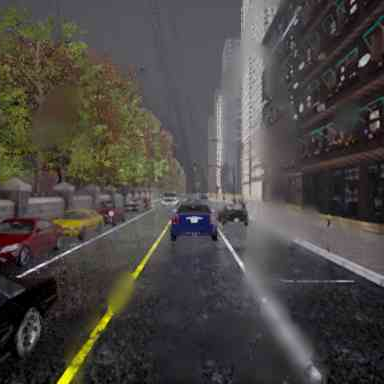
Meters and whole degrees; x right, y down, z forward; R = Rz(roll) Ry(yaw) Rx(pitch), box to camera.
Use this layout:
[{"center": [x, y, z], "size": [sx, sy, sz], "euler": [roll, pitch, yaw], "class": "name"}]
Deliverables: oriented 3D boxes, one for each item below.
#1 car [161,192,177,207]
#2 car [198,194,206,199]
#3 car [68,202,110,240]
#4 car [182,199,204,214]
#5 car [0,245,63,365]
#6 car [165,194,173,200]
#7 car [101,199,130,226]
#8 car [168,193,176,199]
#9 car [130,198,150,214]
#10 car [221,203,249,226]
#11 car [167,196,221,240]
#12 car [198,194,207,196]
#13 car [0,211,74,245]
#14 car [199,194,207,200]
[{"center": [-3.007, 1.045, 46.323], "size": [2.150, 2.045, 5.566], "euler": [0, 0, 0], "class": "car"}, {"center": [2.678, 1.161, 88.014], "size": [1.947, 1.339, 4.313], "euler": [0, 0, 0], "class": "car"}, {"center": [-5.691, 1.439, 16.505], "size": [1.752, 1.417, 4.829], "euler": [0, 0, 0], "class": "car"}, {"center": [0.095, 1.395, 33.198], "size": [1.994, 1.385, 4.181], "euler": [0, 0, 0], "class": "car"}, {"center": [-3.102, 1.583, 3.181], "size": [1.895, 1.301, 4.718], "euler": [0, 0, 0], "class": "car"}, {"center": [-5.701, 1.198, 82.380], "size": [1.802, 1.307, 4.206], "euler": [0, 0, 0], "class": "car"}, {"center": [-5.691, 1.325, 22.214], "size": [1.967, 1.590, 4.097], "euler": [0, 0, 0], "class": "car"}, {"center": [-5.702, 1.013, 93.645], "size": [1.967, 1.590, 4.097], "euler": [0, 0, 0], "class": "car"}, {"center": [-5.771, 1.381, 33.289], "size": [2.008, 1.369, 4.403], "euler": [0, 0, 0], "class": "car"}, {"center": [2.688, 1.437, 22.217], "size": [2.008, 1.369, 4.403], "euler": [0, 0, 0], "class": "car"}, {"center": [0.097, 1.266, 16.551], "size": [2.097, 1.767, 4.553], "euler": [0, 0, 0], "class": "car"}, {"center": [2.680, 1.205, 76.749], "size": [1.947, 1.339, 4.313], "euler": [0, 0, 0], "class": "car"}, {"center": [-5.690, 1.523, 11.137], "size": [1.802, 1.307, 4.206], "euler": [0, 0, 0], "class": "car"}, {"center": [2.679, 1.183, 82.381], "size": [1.947, 1.339, 4.313], "euler": [0, 0, 0], "class": "car"}]
